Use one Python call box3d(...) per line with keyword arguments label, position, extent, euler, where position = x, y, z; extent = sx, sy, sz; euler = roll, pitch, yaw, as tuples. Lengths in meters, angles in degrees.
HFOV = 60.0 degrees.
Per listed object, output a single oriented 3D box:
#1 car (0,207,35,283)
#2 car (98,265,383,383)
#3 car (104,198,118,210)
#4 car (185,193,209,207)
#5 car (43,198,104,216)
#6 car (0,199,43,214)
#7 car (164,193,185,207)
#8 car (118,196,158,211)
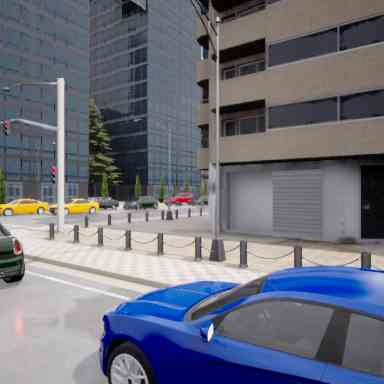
box3d(label="car", position=(-6.279, 1.352, 8.464), extent=(4.553, 1.767, 2.097), euler=(0, 0, 36))
box3d(label="car", position=(1.217, 1.478, 3.124), extent=(5.008, 1.535, 1.882), euler=(0, 0, 36))
box3d(label="car", position=(-10.875, 1.436, 39.576), extent=(2.128, 1.511, 4.902), euler=(0, 0, 36))
box3d(label="car", position=(1.506, 1.298, 50.684), extent=(2.097, 1.767, 4.553), euler=(0, 0, 36))
box3d(label="car", position=(-11.533, 1.422, 32.696), extent=(1.882, 1.535, 5.008), euler=(0, 0, 36))
box3d(label="car", position=(-16.389, 1.422, 31.967), extent=(1.882, 1.535, 5.008), euler=(0, 0, 36))
box3d(label="car", position=(-2.030, 1.167, 51.777), extent=(2.150, 2.045, 5.566), euler=(0, 0, 36))
box3d(label="car", position=(-6.163, 1.297, 40.115), extent=(2.097, 1.767, 4.553), euler=(0, 0, 36))
